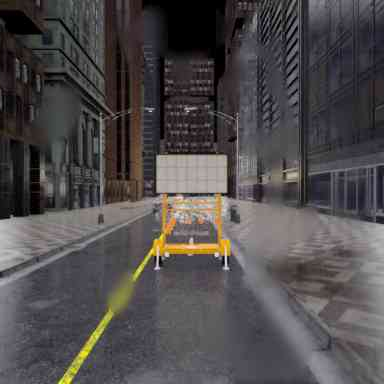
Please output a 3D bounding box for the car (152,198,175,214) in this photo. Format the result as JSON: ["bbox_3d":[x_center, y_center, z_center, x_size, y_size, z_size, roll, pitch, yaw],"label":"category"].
[{"bbox_3d":[-3.139,1.525,35.476,1.812,1.442,4.674,0,0,0],"label":"car"}]

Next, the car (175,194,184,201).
[{"bbox_3d":[-3.090,1.355,80.042,2.097,1.767,4.553,0,0,0],"label":"car"}]

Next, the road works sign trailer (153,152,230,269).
[{"bbox_3d":[-0.007,0.464,11.069,2.380,3.560,2.880,0,0,0],"label":"road works sign trailer"}]
